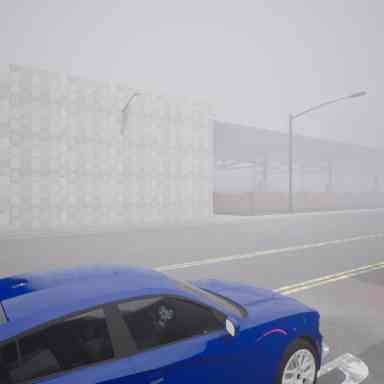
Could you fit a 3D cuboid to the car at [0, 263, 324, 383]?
[{"bbox_3d":[-0.743,1.478,3.220,5.008,1.535,1.882,0,0,-36],"label":"car"}]
